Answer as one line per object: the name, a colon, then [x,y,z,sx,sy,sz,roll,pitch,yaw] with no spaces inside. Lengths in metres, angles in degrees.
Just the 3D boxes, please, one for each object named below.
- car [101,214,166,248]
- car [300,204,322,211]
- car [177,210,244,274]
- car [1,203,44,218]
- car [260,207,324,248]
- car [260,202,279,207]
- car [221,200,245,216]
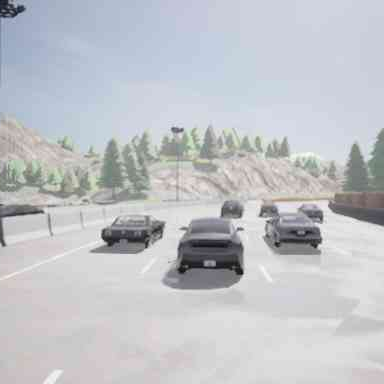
car: [-2.477,1.676,15.374,1.895,1.301,4.718,0,0,6]
car: [10.357,1.749,29.403,2.033,1.411,5.357,0,0,12]
car: [0.633,1.567,10.796,1.837,1.490,4.892,0,0,4]
car: [-12.275,1.557,22.921,1.882,1.535,5.008,0,0,8]
car: [4.548,1.651,15.501,2.033,1.411,5.357,0,0,7]
car: [8.228,1.753,35.503,1.812,1.442,4.674,0,0,14]
car: [4.126,1.552,33.330,2.097,1.767,4.553,0,0,13]
